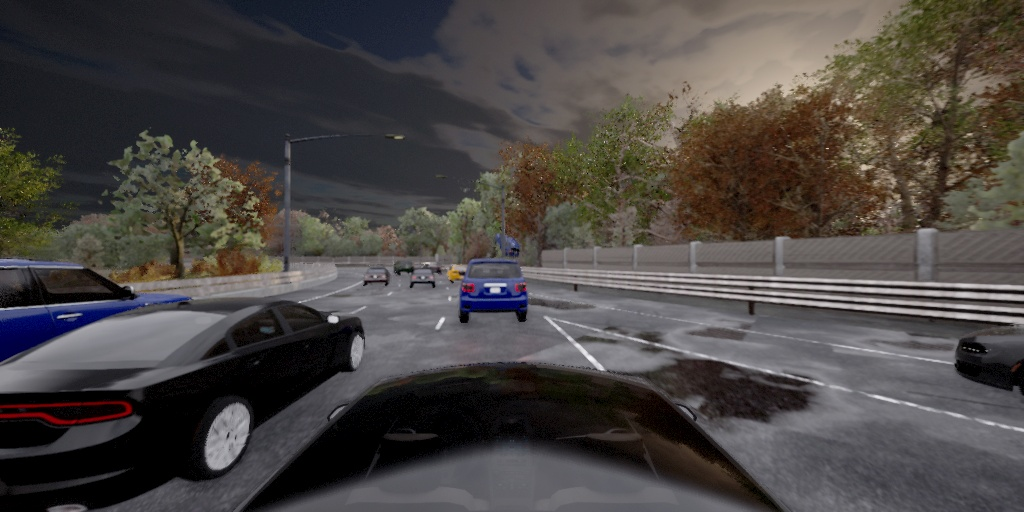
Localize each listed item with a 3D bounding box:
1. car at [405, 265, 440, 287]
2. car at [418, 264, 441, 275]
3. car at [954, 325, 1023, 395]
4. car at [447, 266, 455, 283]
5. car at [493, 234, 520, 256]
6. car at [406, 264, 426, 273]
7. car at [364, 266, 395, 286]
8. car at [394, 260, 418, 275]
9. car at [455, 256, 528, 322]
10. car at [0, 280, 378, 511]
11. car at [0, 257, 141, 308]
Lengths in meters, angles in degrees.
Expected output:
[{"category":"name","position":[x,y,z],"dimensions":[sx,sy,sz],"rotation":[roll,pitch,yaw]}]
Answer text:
[{"category":"car","position":[-6.936,1.626,27.841],"dimensions":[2.033,1.411,5.357],"rotation":[0,-1,-14]},{"category":"car","position":[-11.024,1.819,49.015],"dimensions":[1.882,1.535,5.008],"rotation":[0,-1,-25]},{"category":"car","position":[8.405,1.257,3.677],"dimensions":[1.837,1.490,4.892],"rotation":[0,-1,-33]},{"category":"car","position":[-4.890,1.612,32.983],"dimensions":[1.882,1.535,5.008],"rotation":[0,-1,-15]},{"category":"car","position":[-0.720,-1.670,52.294],"dimensions":[2.150,2.045,5.566],"rotation":[5,30,-35]},{"category":"car","position":[-15.424,2.017,57.483],"dimensions":[1.994,1.385,4.181],"rotation":[0,-1,-30]},{"category":"car","position":[-10.934,1.653,29.267],"dimensions":[2.033,1.411,5.357],"rotation":[0,-1,-16]},{"category":"car","position":[-14.881,1.576,49.296],"dimensions":[2.150,2.045,5.566],"rotation":[0,-1,-25]},{"category":"car","position":[-0.762,1.112,13.140],"dimensions":[2.150,2.045,5.566],"rotation":[0,0,-6]},{"category":"car","position":[-3.611,1.273,4.727],"dimensions":[1.882,1.535,5.008],"rotation":[0,-1,-2]},{"category":"car","position":[-7.073,1.026,4.748],"dimensions":[2.150,2.045,5.566],"rotation":[0,-1,-2]}]
